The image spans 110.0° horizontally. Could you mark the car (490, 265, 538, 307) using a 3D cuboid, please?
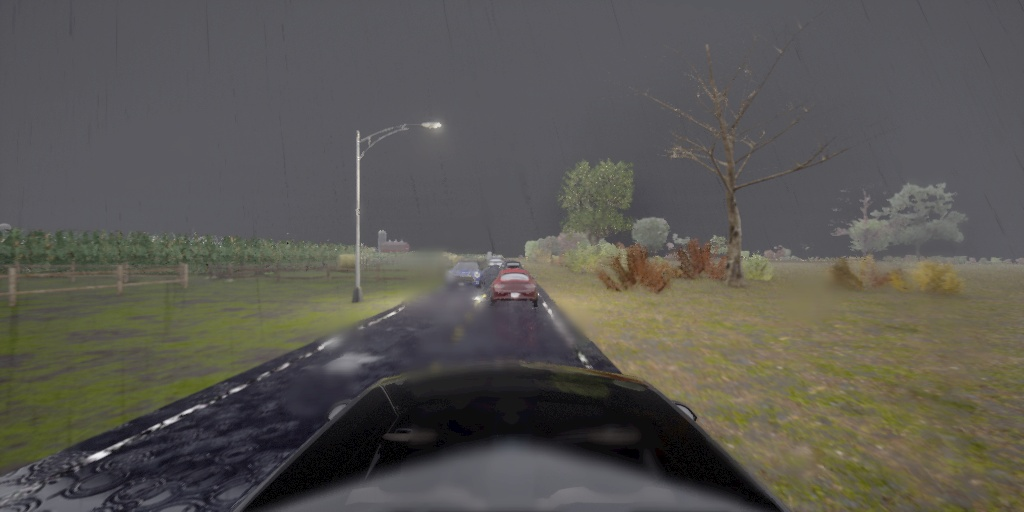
[{"bbox_3d":[0.105,1.272,15.441,1.812,1.442,4.674,0,0,0],"label":"car"}]

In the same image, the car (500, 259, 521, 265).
[{"bbox_3d":[0.110,1.260,33.705,1.837,1.490,4.892,0,0,0],"label":"car"}]

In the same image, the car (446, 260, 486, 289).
[{"bbox_3d":[-2.842,1.100,23.051,2.097,1.767,4.553,0,0,0],"label":"car"}]

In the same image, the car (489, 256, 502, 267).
[{"bbox_3d":[-2.758,1.035,63.599,2.150,2.045,5.566,0,0,1],"label":"car"}]
